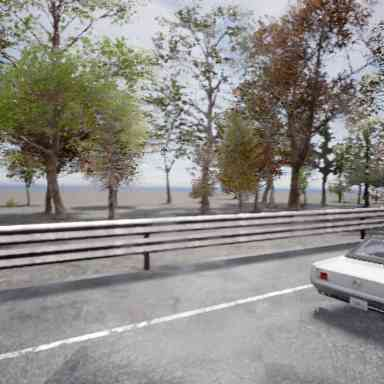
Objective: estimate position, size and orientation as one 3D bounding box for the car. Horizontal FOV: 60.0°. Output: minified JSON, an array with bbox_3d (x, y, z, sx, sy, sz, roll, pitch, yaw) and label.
[{"bbox_3d":[4.598,1.520,6.566,4.718,1.301,1.895,0,1,-32],"label":"car"}]
